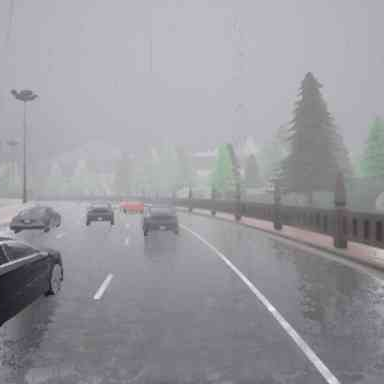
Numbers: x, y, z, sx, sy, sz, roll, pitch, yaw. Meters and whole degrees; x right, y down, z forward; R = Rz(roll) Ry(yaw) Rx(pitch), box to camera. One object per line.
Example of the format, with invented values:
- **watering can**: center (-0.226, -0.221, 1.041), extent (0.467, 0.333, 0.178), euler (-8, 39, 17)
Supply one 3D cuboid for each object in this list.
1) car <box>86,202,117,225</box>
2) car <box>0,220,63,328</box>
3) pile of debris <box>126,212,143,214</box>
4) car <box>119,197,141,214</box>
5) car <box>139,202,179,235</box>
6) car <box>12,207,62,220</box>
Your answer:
- **car**: center (-6.660, 1.531, 24.406), extent (1.837, 1.490, 4.892), euler (0, 0, -13)
- **car**: center (-3.769, 1.506, 5.728), extent (2.128, 1.511, 4.902), euler (0, 0, -3)
- **pile of debris**: center (-6.082, 2.201, 35.033), extent (1.500, 0.140, 1.860), euler (0, 0, -19)
- **car**: center (-6.679, 1.380, 36.419), extent (2.097, 1.767, 4.553), euler (0, 0, -19)
- **car**: center (-1.880, 1.513, 18.793), extent (1.837, 1.490, 4.892), euler (0, 0, -10)
- **car**: center (-9.119, 1.583, 19.840), extent (2.033, 1.411, 5.357), euler (0, 0, -12)
